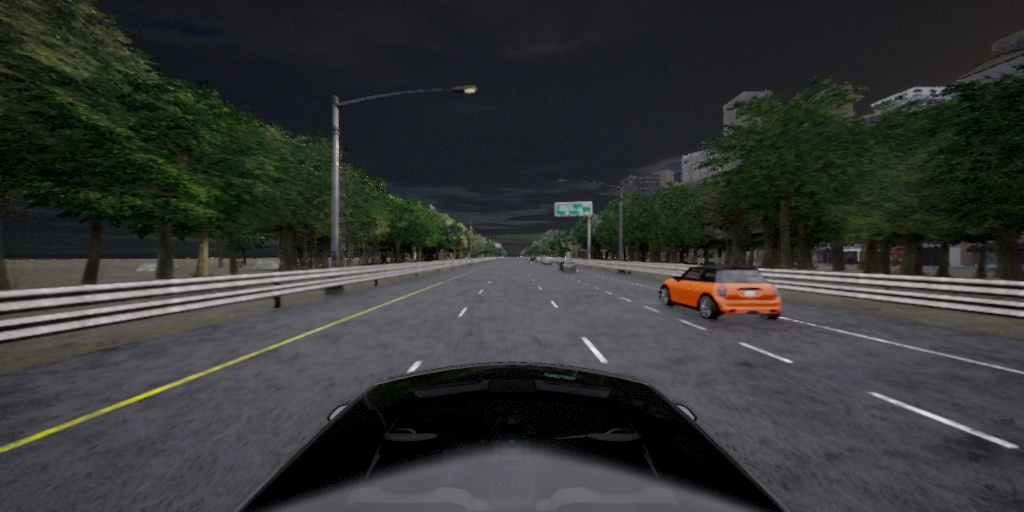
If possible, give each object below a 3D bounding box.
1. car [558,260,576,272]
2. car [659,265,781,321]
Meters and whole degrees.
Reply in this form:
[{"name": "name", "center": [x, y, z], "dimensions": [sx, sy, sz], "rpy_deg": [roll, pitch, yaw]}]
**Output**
[{"name": "car", "center": [7.089, 1.241, 46.735], "dimensions": [2.128, 1.511, 4.902], "rpy_deg": [0, 0, 0]}, {"name": "car", "center": [7.001, 1.107, 12.675], "dimensions": [2.097, 1.767, 4.553], "rpy_deg": [0, 0, 0]}]
